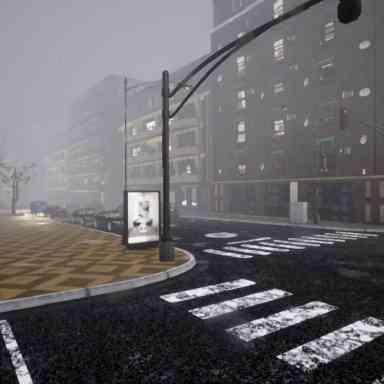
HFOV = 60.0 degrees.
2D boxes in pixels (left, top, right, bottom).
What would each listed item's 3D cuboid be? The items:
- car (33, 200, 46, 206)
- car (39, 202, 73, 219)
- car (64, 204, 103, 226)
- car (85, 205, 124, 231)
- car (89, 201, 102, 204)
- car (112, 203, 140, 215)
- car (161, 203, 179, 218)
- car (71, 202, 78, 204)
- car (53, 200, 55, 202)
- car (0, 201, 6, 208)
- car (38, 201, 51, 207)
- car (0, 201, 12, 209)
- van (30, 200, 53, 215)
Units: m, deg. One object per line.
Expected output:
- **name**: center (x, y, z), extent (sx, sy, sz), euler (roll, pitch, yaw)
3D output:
- **car**: center (-37.771, 2.797, 82.297), extent (1.887, 1.381, 4.507), euler (-2, 0, -36)
- **car**: center (-14.837, 2.115, 36.150), extent (1.887, 1.381, 4.507), euler (-2, 0, -36)
- **car**: center (-8.761, 1.969, 27.673), extent (2.008, 1.369, 4.403), euler (-2, 0, -36)
- **car**: center (-5.497, 1.888, 23.160), extent (2.008, 1.369, 4.403), euler (-2, 0, -36)
- **car**: center (-14.922, 2.118, 50.713), extent (1.967, 1.590, 4.097), euler (-2, 0, -36)
- **car**: center (-8.330, 2.096, 41.732), extent (1.802, 1.307, 4.206), euler (-2, 0, -36)
- **car**: center (-3.075, 1.824, 34.548), extent (1.967, 1.590, 4.097), euler (-2, 0, -36)
- **car**: center (-21.450, 2.424, 59.735), extent (1.802, 1.307, 4.206), euler (-2, 0, -36)
- **car**: center (-31.246, 2.528, 73.272), extent (1.967, 1.590, 4.097), euler (-2, 0, -36)
- **car**: center (-44.561, 2.862, 77.386), extent (1.887, 1.381, 4.507), euler (-2, 0, -36)
- **car**: center (-34.506, 2.736, 77.784), extent (1.947, 1.339, 4.313), euler (-2, 0, -36)
- **car**: center (-38.033, 2.703, 68.361), extent (2.008, 1.369, 4.403), euler (-2, 0, -36)
- **van**: center (-19.755, 2.035, 43.038), extent (1.690, 1.788, 3.998), euler (-2, 0, -36)
